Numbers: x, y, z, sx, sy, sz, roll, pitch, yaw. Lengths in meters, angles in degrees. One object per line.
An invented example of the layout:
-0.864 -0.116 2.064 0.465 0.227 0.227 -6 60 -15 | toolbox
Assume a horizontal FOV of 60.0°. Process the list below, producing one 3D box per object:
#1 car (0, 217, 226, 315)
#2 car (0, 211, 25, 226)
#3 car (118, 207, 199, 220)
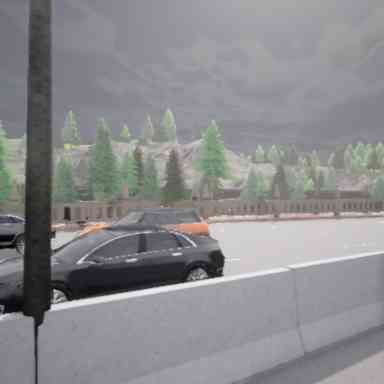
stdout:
-1.538 1.478 6.953 4.892 1.490 1.837 0 0 -33 | car
-7.336 1.429 11.440 4.902 1.511 2.128 0 0 -35 | car
-1.570 1.315 11.050 4.553 1.767 2.097 0 0 -32 | car
